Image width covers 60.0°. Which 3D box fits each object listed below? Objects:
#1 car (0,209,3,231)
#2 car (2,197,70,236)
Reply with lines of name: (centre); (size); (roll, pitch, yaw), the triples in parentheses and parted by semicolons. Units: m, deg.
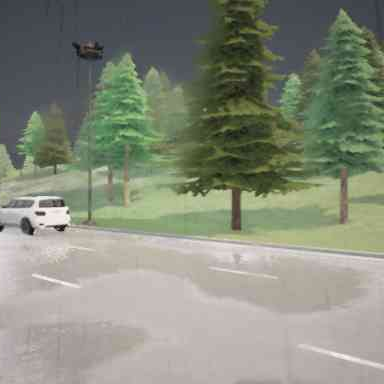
car: (-11.582, 1.634, 16.555); (4.181, 1.385, 1.994); (0, 0, 36)
car: (-9.386, 1.290, 19.286); (5.566, 2.045, 2.150); (0, 0, 36)
